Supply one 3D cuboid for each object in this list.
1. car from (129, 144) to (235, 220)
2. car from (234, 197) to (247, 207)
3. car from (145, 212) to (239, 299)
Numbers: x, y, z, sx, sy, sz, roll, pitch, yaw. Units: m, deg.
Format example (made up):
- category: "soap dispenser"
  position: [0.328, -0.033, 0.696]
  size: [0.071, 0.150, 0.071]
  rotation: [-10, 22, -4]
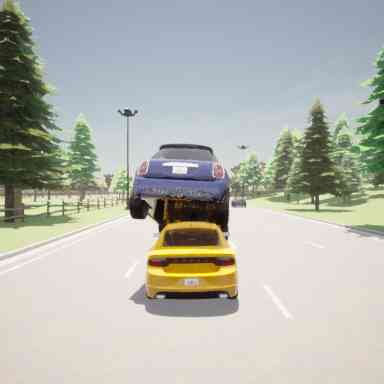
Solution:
- category: "car"
  position: [-0.030, 0.110, 8.846]
  size: [2.097, 1.767, 4.553]
  rotation: [3, -14, 7]
- category: "car"
  position: [6.993, 1.491, 49.919]
  size: [2.128, 1.511, 4.902]
  rotation: [0, 0, 0]
- category: "car"
  position: [-0.005, 1.491, 8.474]
  size: [1.882, 1.535, 5.008]
  rotation: [-1, 0, 0]
